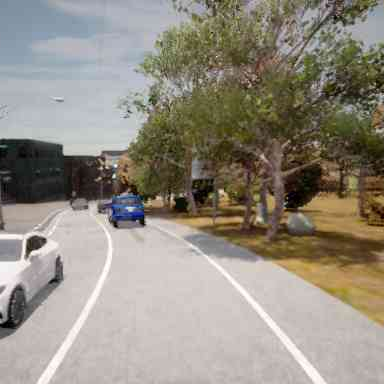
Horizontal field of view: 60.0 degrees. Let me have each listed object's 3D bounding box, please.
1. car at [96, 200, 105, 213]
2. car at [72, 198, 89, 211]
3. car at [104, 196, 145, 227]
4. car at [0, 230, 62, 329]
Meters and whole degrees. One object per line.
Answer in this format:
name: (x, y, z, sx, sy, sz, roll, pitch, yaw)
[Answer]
car: (-10.817, 1.746, 41.639, 1.837, 1.490, 4.892, -2, 0, -18)
car: (-16.461, 1.726, 49.074, 2.097, 1.767, 4.553, -2, 0, -14)
car: (-4.833, 1.317, 24.166, 2.150, 2.045, 5.566, -2, 0, -19)
car: (-4.070, 1.585, 7.024, 1.812, 1.442, 4.674, -1, 0, -9)
